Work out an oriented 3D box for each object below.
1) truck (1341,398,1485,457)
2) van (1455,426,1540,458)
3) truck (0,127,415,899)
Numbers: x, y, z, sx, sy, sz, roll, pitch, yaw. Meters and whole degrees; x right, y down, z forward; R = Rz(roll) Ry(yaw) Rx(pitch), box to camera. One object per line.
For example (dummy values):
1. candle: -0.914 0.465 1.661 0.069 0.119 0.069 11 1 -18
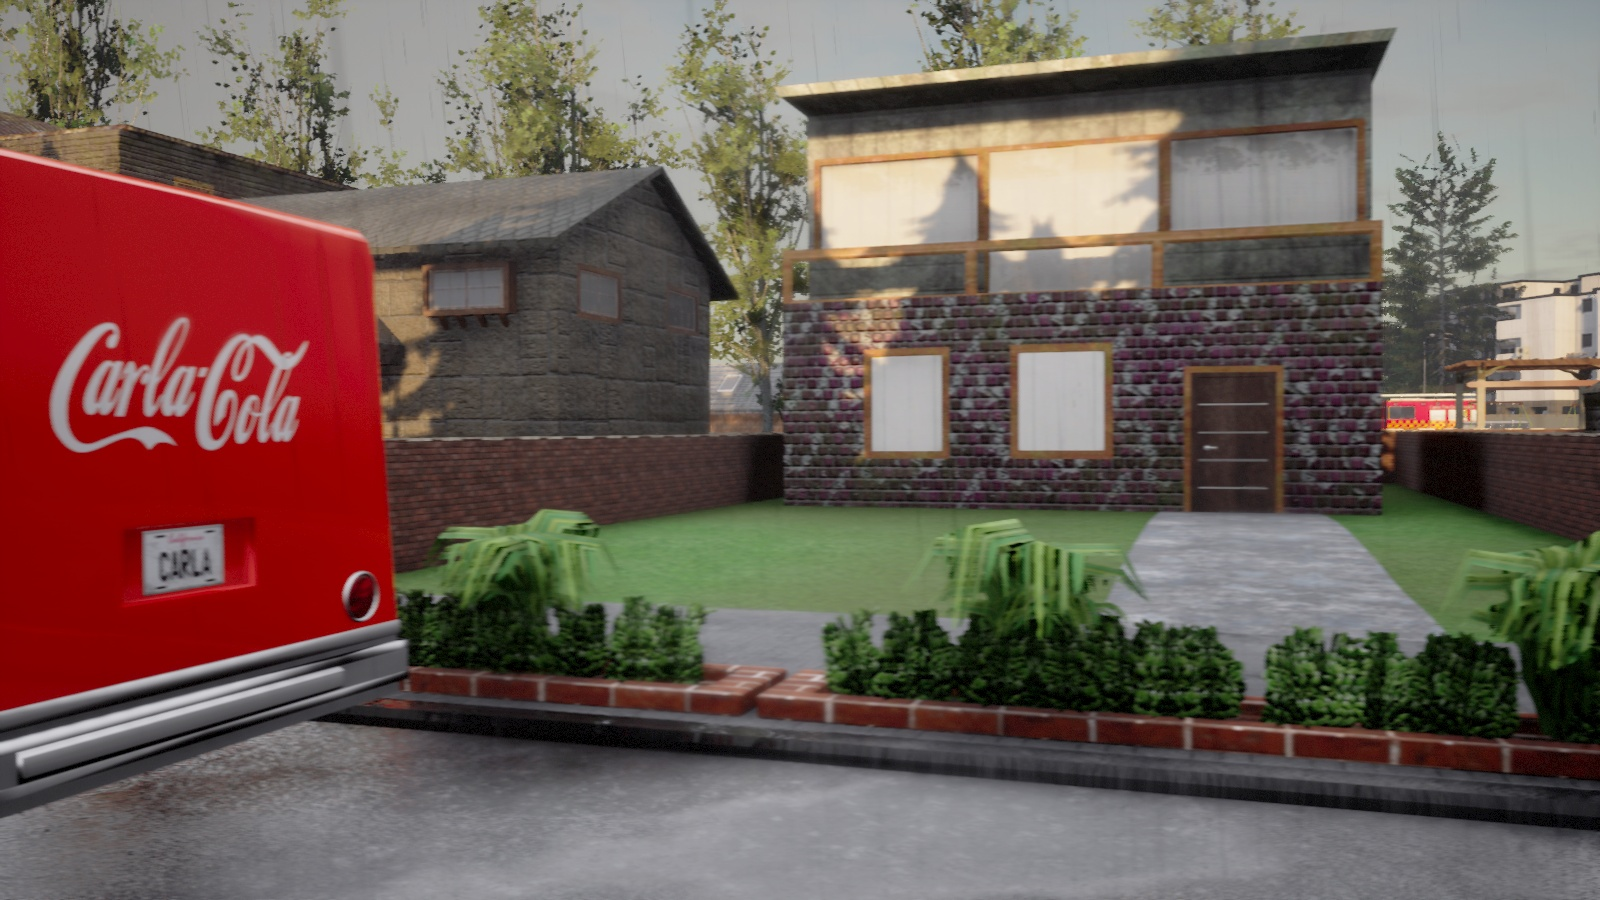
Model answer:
1. truck: 41.388 -1.545 85.141 8.468 3.827 2.891 1 1 20
2. van: 44.362 -0.535 79.990 4.442 1.987 1.775 1 1 19
3. truck: -4.632 0.238 5.272 5.204 2.467 2.627 1 1 19
